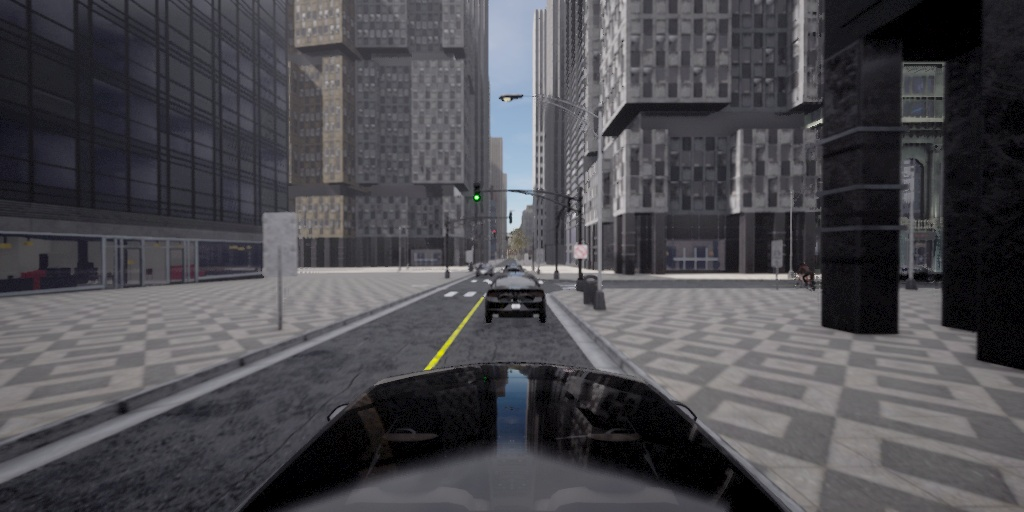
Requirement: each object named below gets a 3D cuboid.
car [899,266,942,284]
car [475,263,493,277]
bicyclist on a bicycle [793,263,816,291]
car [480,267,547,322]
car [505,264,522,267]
[{"bbox_3d":[30.056,1.442,27.710,4.718,1.301,1.895,0,1,0],"label":"car"},{"bbox_3d":[-3.024,1.565,40.462,2.128,1.511,4.902,0,-1,0],"label":"car"},{"bbox_3d":[17.534,1.252,21.516,0.582,1.620,1.656,0,0,0],"label":"bicyclist on a bicycle"},{"bbox_3d":[0.113,1.305,12.696,1.882,1.535,5.008,0,-1,0],"label":"car"},{"bbox_3d":[0.133,1.461,30.267,1.837,1.490,4.892,0,-1,0],"label":"car"}]
